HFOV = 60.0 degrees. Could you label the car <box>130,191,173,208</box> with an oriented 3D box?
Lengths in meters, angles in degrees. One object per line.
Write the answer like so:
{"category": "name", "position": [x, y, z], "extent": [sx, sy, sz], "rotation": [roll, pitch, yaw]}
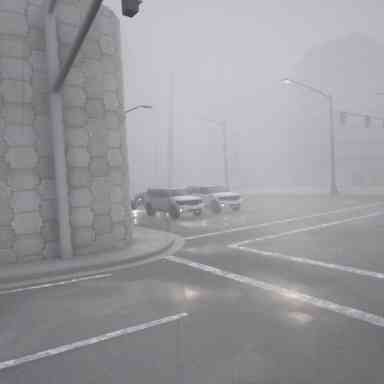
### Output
{"category": "car", "position": [-4.198, 0.688, 33.644], "extent": [2.128, 1.511, 4.902], "rotation": [-5, 3, -35]}

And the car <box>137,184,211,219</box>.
{"category": "car", "position": [-1.426, 0.658, 23.644], "extent": [2.150, 2.045, 5.566], "rotation": [-5, 3, -35]}

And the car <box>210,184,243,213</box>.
{"category": "car", "position": [1.419, 0.421, 25.669], "extent": [2.150, 2.045, 5.566], "rotation": [-5, 3, -35]}

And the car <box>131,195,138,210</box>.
{"category": "car", "position": [-6.848, 0.997, 31.345], "extent": [1.994, 1.385, 4.181], "rotation": [-5, 3, -35]}
